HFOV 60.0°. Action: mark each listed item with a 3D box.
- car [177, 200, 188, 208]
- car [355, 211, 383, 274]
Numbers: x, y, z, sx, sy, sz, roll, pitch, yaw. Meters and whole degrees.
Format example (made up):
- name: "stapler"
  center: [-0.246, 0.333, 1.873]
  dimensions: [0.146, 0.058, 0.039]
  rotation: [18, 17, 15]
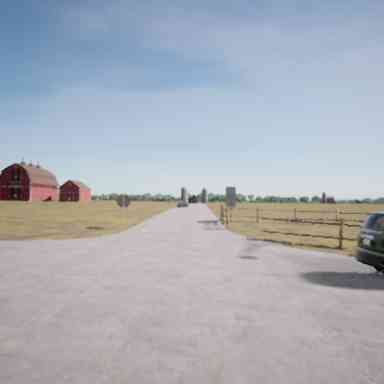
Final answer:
- name: "car"
  center: [-1.668, 2.168, 61.643]
  dimensions: [1.994, 1.385, 4.181]
  rotation: [0, -1, 1]
- name: "car"
  center: [7.744, 1.642, 9.644]
  dimensions: [5.566, 2.045, 2.150]
  rotation: [2, -2, 1]
